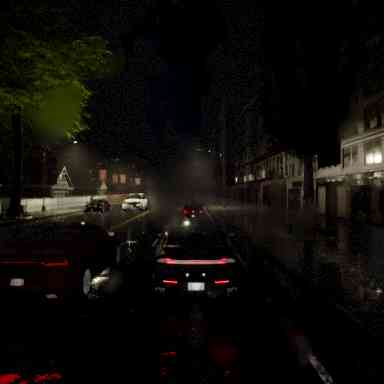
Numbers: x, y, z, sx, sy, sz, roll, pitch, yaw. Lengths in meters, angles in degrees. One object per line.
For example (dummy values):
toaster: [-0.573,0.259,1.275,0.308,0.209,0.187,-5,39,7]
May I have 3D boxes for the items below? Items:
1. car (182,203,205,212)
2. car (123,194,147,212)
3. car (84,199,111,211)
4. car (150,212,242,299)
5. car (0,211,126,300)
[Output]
car: [0.088,1.594,28.381,1.895,1.301,4.718,0,0,0]
car: [-6.597,1.204,39.031,2.150,2.045,5.566,0,0,0]
car: [-9.855,1.493,35.095,1.837,1.490,4.892,0,0,0]
car: [0.091,1.491,8.432,2.128,1.511,4.902,0,0,0]
car: [-3.154,1.477,8.473,1.882,1.535,5.008,0,0,0]
